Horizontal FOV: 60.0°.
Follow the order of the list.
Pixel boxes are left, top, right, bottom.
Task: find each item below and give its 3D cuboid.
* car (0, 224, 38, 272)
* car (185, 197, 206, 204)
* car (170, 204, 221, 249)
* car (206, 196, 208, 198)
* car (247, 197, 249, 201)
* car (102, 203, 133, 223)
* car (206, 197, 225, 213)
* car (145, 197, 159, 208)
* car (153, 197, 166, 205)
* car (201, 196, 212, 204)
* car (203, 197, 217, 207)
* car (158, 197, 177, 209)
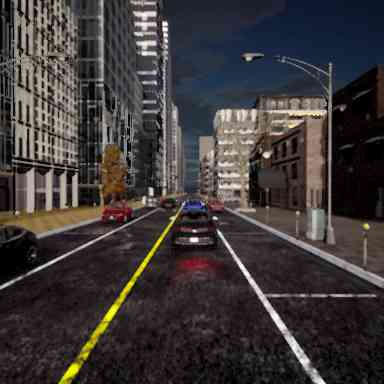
[{"bbox_3d":[-5.700,1.571,8.820,1.947,1.339,4.313,-1,0,0],"label":"car"},{"bbox_3d":[0.096,1.497,31.337,1.882,1.535,5.008,0,0,0],"label":"car"},{"bbox_3d":[0.090,1.514,14.652,1.837,1.490,4.892,0,0,0],"label":"car"},{"bbox_3d":[2.755,1.571,42.624,1.887,1.381,4.507,-1,0,0],"label":"car"},{"bbox_3d":[16.332,1.694,88.332,4.403,1.369,2.008,0,0,1],"label":"car"},{"bbox_3d":[-5.696,1.561,25.751,1.887,1.381,4.507,-1,0,0],"label":"car"},{"bbox_3d":[2.720,1.605,36.979,1.802,1.307,4.206,-1,0,0],"label":"car"},{"bbox_3d":[-5.795,1.582,48.327,2.008,1.369,4.403,-1,0,0],"label":"car"},{"bbox_3d":[-5.819,1.584,59.616,1.887,1.381,4.507,-1,0,0],"label":"car"},{"bbox_3d":[2.821,1.569,65.371,1.752,1.417,4.829,-1,0,0],"label":"car"},{"bbox_3d":[2.819,1.585,53.912,2.008,1.369,4.403,-1,0,0],"label":"car"},{"bbox_3d":[-3.077,1.506,45.022,1.882,1.535,5.008,0,0,0],"label":"car"}]
